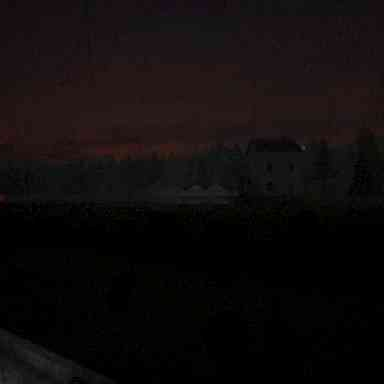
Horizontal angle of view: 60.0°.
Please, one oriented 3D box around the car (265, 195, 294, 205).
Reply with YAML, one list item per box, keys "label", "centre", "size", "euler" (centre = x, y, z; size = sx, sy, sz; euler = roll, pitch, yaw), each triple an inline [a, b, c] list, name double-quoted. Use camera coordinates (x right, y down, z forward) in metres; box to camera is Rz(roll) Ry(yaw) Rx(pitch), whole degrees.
- label: "car"
  centre: [14.613, 1.429, 55.638]
  size: [4.605, 1.855, 1.932]
  euler: [-1, 0, 35]
